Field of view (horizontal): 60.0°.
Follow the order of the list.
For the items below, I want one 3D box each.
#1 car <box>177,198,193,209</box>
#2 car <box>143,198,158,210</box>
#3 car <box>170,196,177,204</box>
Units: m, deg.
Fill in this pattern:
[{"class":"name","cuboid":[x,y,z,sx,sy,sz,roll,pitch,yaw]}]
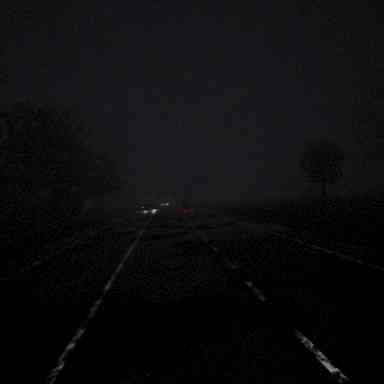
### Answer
[{"class":"car","cuboid":[-0.948,1.975,55.724,2.128,1.511,4.902,-4,0,-5]},{"class":"car","cuboid":[-7.744,2.242,61.861,2.150,2.045,5.566,-4,0,1]},{"class":"car","cuboid":[-4.233,2.367,94.561,2.097,1.767,4.553,-4,0,-5]}]
